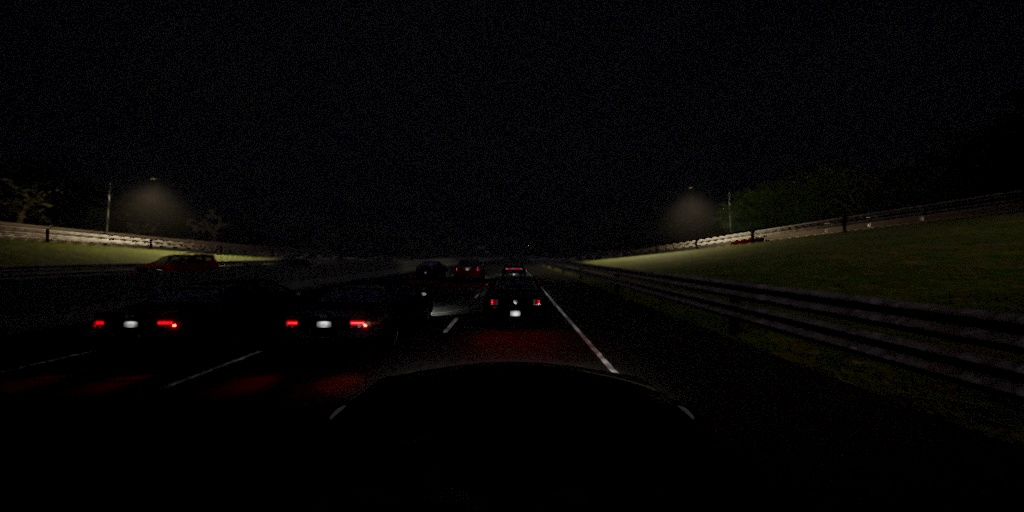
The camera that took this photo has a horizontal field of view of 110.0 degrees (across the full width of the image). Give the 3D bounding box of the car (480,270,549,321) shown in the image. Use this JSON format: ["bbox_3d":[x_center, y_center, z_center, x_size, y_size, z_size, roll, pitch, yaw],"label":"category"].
[{"bbox_3d":[0.109,1.327,12.303,1.895,1.301,4.718,0,0,0],"label":"car"}]

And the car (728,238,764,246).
[{"bbox_3d":[32.768,-1.879,50.401,1.882,1.535,5.008,0,-3,-8],"label":"car"}]

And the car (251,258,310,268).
[{"bbox_3d":[-17.546,1.044,28.046,2.097,1.767,4.553,0,0,0],"label":"car"}]

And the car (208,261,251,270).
[{"bbox_3d":[-21.044,1.256,28.340,1.994,1.385,4.181,0,0,0],"label":"car"}]

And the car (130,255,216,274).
[{"bbox_3d":[-24.552,0.917,26.476,2.150,2.045,5.566,0,0,0],"label":"car"}]

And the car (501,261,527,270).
[{"bbox_3d":[0.150,1.181,29.290,2.128,1.511,4.902,0,0,0],"label":"car"}]

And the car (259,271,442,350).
[{"bbox_3d":[-3.399,1.281,9.001,2.033,1.411,5.357,0,0,0],"label":"car"}]

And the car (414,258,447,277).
[{"bbox_3d":[-6.845,1.163,30.915,1.882,1.535,5.008,0,0,0],"label":"car"}]

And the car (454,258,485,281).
[{"bbox_3d":[-3.351,1.042,29.080,2.097,1.767,4.553,0,0,0],"label":"car"}]

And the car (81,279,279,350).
[{"bbox_3d":[-6.898,1.281,9.003,2.033,1.411,5.357,0,0,0],"label":"car"}]
